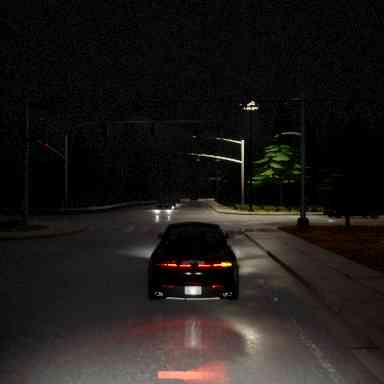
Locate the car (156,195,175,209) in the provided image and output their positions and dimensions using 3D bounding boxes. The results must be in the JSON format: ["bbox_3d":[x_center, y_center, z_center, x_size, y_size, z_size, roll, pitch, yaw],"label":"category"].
[{"bbox_3d":[-3.634,1.505,44.297,1.837,1.490,4.892,0,0,0],"label":"car"}]

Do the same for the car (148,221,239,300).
[{"bbox_3d":[0.041,1.501,8.354,1.837,1.490,4.892,0,0,0],"label":"car"}]

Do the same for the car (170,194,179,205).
[{"bbox_3d":[-3.626,1.547,54.744,2.033,1.411,5.357,0,0,0],"label":"car"}]

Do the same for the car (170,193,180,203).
[{"bbox_3d":[-3.488,1.221,65.375,2.150,2.045,5.566,0,0,1],"label":"car"}]

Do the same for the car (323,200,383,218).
[{"bbox_3d":[14.265,1.504,29.508,5.008,1.535,1.882,0,0,1],"label":"car"}]

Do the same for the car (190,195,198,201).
[{"bbox_3d":[0.508,1.540,81.001,2.033,1.411,5.357,0,0,2],"label":"car"}]
